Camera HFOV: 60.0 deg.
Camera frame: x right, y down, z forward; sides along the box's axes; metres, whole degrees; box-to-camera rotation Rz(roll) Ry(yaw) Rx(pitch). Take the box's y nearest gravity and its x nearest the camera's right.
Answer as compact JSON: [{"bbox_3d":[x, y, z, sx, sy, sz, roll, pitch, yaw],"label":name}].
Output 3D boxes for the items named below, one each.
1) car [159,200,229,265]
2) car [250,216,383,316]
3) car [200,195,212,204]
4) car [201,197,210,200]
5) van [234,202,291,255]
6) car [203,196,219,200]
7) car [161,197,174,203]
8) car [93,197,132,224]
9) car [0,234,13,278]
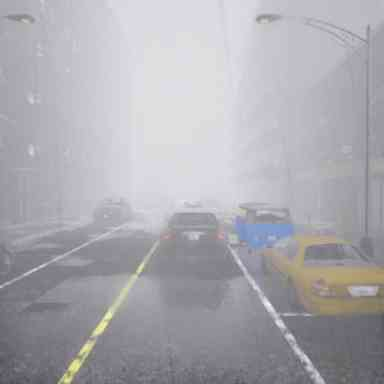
[{"bbox_3d":[0.070,1.331,11.685,2.097,1.767,4.553,0,0,0],"label":"car"},{"bbox_3d":[2.679,1.512,7.518,1.752,1.417,4.829,-1,0,0],"label":"car"},{"bbox_3d":[2.676,1.356,64.195,1.967,1.590,4.097,-1,0,0],"label":"car"},{"bbox_3d":[0.071,1.450,26.993,2.128,1.511,4.902,0,0,0],"label":"car"},{"bbox_3d":[2.676,1.319,13.033,1.690,1.788,3.998,-1,0,0],"label":"van"},{"bbox_3d":[2.678,1.490,41.456,2.008,1.369,4.403,-1,0,0],"label":"car"},{"bbox_3d":[-3.094,1.462,43.965,1.812,1.442,4.674,0,0,0],"label":"car"},{"bbox_3d":[-5.705,1.276,24.405,2.192,1.841,5.009,-1,0,0],"label":"car"},{"bbox_3d":[-5.701,1.553,7.351,1.947,1.339,4.313,-1,0,0],"label":"car"}]
